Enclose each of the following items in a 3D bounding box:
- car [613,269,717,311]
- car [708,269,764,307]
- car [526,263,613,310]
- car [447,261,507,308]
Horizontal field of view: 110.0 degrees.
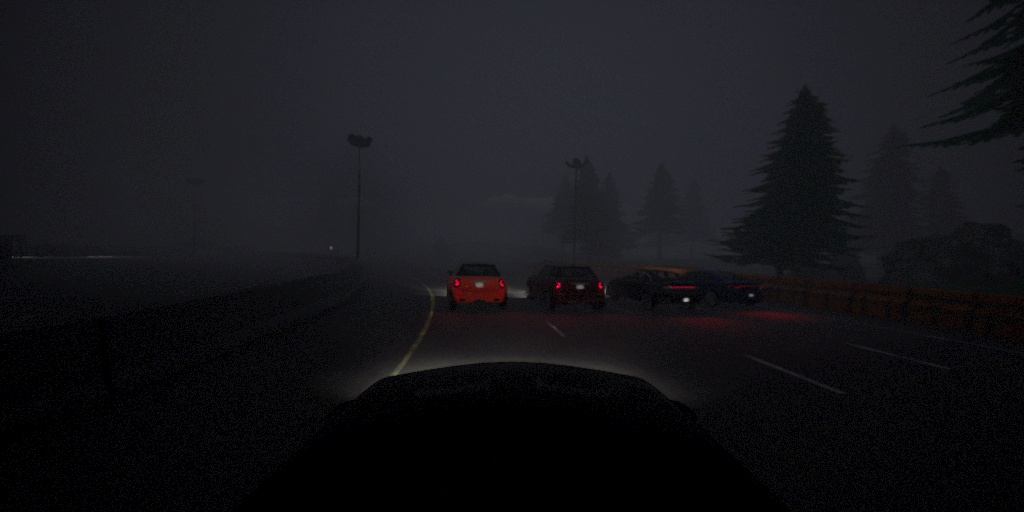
[{"bbox_3d":[5.700,1.303,15.024,2.128,1.511,4.902,1,1,-11],"label":"car"},{"bbox_3d":[8.953,1.353,16.581,1.882,1.535,5.008,1,1,-11],"label":"car"},{"bbox_3d":[2.001,1.077,14.687,2.097,1.767,4.553,1,1,-11],"label":"car"},{"bbox_3d":[-1.540,0.993,14.620,2.097,1.767,4.553,1,1,-11],"label":"car"}]
